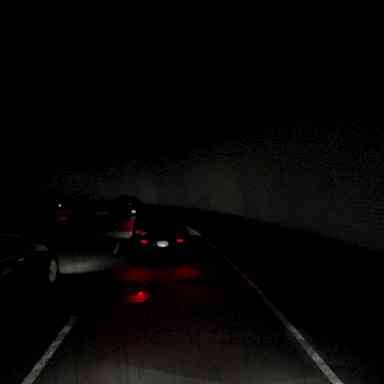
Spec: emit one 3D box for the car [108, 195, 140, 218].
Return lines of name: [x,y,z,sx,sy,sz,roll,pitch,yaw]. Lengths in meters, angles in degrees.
car: [-4.987,1.029,24.817,1.837,1.490,4.892,0,1,-24]

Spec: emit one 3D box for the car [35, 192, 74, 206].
car: [-16.475,0.799,39.825,5.357,1.411,2.033,1,1,40]

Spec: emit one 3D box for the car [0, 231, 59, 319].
car: [-3.843,1.397,5.715,1.837,1.490,4.892,0,1,-4]

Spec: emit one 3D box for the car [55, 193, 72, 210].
car: [-13.346,0.911,31.613,1.837,1.490,4.892,0,1,-38]

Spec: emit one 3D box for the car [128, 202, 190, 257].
car: [-1.187,1.294,11.896,1.812,1.442,4.674,0,1,-8]
